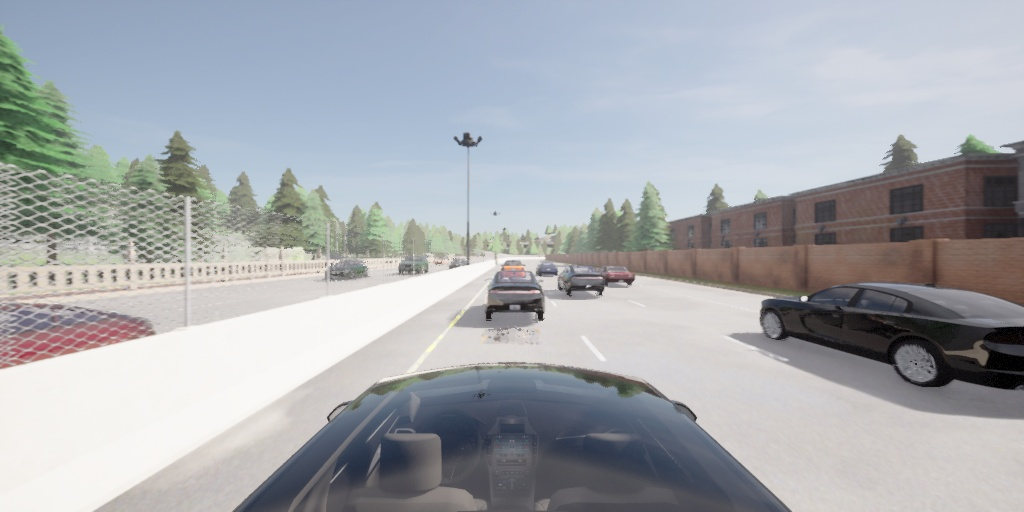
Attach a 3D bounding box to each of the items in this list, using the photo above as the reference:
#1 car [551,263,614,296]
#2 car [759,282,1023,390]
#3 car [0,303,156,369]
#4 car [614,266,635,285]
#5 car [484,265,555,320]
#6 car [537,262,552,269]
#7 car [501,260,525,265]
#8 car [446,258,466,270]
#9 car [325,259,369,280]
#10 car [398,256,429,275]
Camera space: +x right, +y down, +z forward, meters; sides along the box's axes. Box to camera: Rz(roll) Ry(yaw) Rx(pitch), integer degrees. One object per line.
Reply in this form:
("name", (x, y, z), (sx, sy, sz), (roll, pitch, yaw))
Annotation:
("car", (3.599, 1.239, 19.307), (2.128, 1.511, 4.902), (0, 0, 0))
("car", (7.100, 1.227, 6.914), (1.882, 1.535, 5.008), (0, 0, 0))
("car", (-7.100, 1.314, 4.446), (1.994, 1.385, 4.181), (0, 0, 0))
("car", (7.097, 1.348, 25.526), (1.895, 1.301, 4.718), (0, 0, 0))
("car", (0.090, 1.241, 12.567), (2.128, 1.511, 4.902), (0, 0, 0))
("car", (3.599, 1.309, 37.271), (1.994, 1.385, 4.181), (0, 0, 0))
("car", (0.098, 1.098, 30.526), (2.097, 1.767, 4.553), (0, 0, 0))
("car", (-7.079, 1.096, 48.168), (2.097, 1.767, 4.553), (0, 0, 0))
("car", (-14.097, 1.098, 30.911), (2.097, 1.767, 4.553), (0, 0, 0))
("car", (-10.593, 0.966, 39.155), (2.150, 2.045, 5.566), (0, 0, 0))
